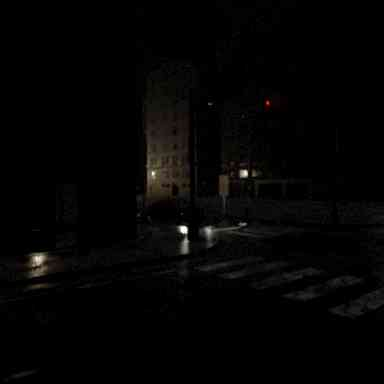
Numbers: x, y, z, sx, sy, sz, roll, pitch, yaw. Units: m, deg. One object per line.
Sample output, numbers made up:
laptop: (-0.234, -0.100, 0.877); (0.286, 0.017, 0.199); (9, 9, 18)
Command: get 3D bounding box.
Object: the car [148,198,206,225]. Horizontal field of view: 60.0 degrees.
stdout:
car: (-1.055, 1.164, 21.314); (1.882, 1.535, 5.008); (-1, 1, -34)
